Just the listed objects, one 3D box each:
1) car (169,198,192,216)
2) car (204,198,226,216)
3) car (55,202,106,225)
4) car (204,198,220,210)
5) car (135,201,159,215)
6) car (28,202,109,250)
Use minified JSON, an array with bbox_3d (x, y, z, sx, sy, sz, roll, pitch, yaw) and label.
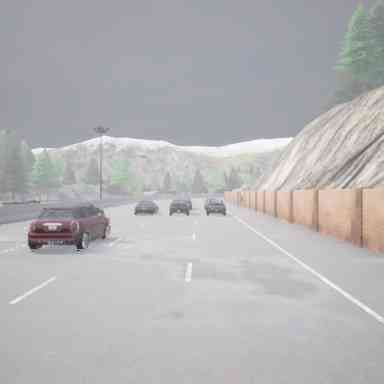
[{"bbox_3d":[-1.184,1.505,33.046,1.837,1.490,4.892,0,0,1],"label":"car"},{"bbox_3d":[2.312,1.492,32.820,2.128,1.511,4.902,0,0,1],"label":"car"},{"bbox_3d":[-8.357,1.548,25.579,2.033,1.411,5.357,0,0,1],"label":"car"},{"bbox_3d":[2.550,1.526,43.266,1.812,1.442,4.674,0,0,1],"label":"car"},{"bbox_3d":[-4.651,1.563,34.427,1.994,1.385,4.181,0,0,1],"label":"car"},{"bbox_3d":[-5.114,1.352,14.453,2.097,1.767,4.553,0,0,1],"label":"car"}]
